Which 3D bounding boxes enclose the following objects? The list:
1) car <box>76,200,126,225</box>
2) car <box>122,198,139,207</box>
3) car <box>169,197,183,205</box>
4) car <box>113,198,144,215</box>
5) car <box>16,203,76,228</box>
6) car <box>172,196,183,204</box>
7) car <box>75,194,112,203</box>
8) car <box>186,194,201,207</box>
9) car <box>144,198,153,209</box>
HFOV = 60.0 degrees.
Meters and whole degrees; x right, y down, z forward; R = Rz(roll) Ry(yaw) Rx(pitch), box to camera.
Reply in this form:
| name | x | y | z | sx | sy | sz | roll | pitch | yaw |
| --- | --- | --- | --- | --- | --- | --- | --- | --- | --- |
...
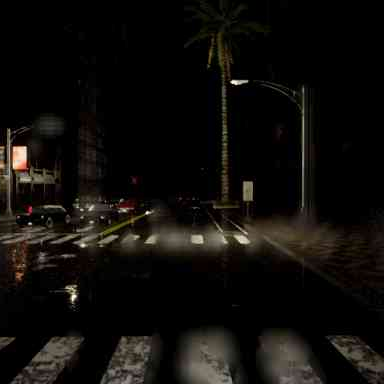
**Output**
| name | x | y | z | sx | sy | sz | roll | pitch | yaw |
| --- | --- | --- | --- | --- | --- | --- | --- | --- | --- |
| car | -6.504 | 1.552 | 24.164 | 2.033 | 1.411 | 5.357 | 0 | 0 | 0 |
| car | -9.599 | 1.633 | 52.268 | 1.895 | 1.301 | 4.718 | 0 | 0 | 1 |
| car | -2.936 | 1.607 | 57.709 | 1.994 | 1.385 | 4.181 | 0 | 0 | 1 |
| car | -6.458 | 1.535 | 34.121 | 1.812 | 1.442 | 4.674 | 0 | 0 | 0 |
| car | -9.775 | 1.604 | 22.360 | 1.895 | 1.301 | 4.718 | 0 | 0 | 1 |
| car | -2.897 | 1.629 | 67.667 | 1.994 | 1.385 | 4.181 | 0 | 0 | 0 |
| car | -9.721 | 1.229 | 32.118 | 2.150 | 2.045 | 5.566 | 0 | 0 | 0 |
| car | 0.208 | 1.256 | 53.417 | 2.150 | 2.045 | 5.566 | 0 | 0 | 0 |
| car | -6.412 | 1.525 | 44.551 | 1.837 | 1.490 | 4.892 | 0 | 0 | 0 |
